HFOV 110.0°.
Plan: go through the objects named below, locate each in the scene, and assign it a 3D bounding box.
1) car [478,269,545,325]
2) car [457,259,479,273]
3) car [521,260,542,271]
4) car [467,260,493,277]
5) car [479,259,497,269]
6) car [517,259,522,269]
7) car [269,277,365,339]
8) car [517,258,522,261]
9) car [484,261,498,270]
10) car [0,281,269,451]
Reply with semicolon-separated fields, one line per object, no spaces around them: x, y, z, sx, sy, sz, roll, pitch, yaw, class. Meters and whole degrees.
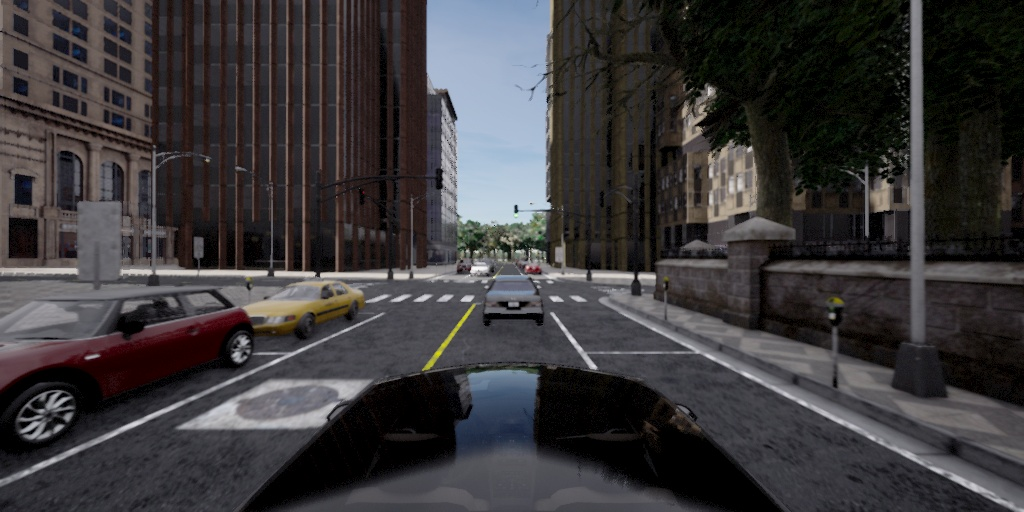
0.030;1.347;12.068;2.033;1.411;5.357;0;0;0;car
-6.098;1.295;47.834;2.192;1.841;5.009;0;0;0;car
2.468;1.391;42.461;1.967;1.591;4.097;0;0;0;car
-3.361;1.458;38.680;1.812;1.442;4.674;0;0;0;car
-3.431;1.337;48.894;2.097;1.767;4.553;0;0;0;car
2.345;1.586;58.772;2.007;1.370;4.403;0;0;0;car
-5.817;1.318;10.258;1.751;1.417;4.829;0;0;0;car
2.305;1.609;64.210;1.888;1.381;4.507;0;0;0;car
-3.448;1.588;59.487;2.033;1.411;5.357;0;0;0;car
-5.777;1.206;4.971;1.967;1.591;4.097;0;0;0;car
